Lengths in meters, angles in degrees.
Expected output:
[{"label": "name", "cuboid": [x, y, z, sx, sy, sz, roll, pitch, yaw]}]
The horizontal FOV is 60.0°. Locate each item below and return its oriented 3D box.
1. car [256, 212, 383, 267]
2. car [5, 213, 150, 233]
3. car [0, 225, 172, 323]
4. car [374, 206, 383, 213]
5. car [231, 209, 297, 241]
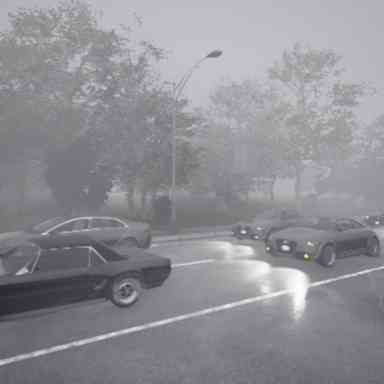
[{"label": "car", "cuboid": [4.454, 1.507, 11.202, 4.181, 1.385, 1.994, 0, 0, -35]}, {"label": "car", "cuboid": [-3.561, 1.405, 10.007, 4.902, 1.511, 2.128, 0, 0, -34]}, {"label": "car", "cuboid": [-2.840, 1.543, 6.272, 4.718, 1.301, 1.895, 0, 0, -34]}, {"label": "car", "cuboid": [13.278, 1.464, 21.353, 5.357, 1.411, 2.033, 0, 0, -34]}, {"label": "car", "cuboid": [3.800, 1.479, 14.973, 4.181, 1.385, 1.994, 0, 0, -34]}]
